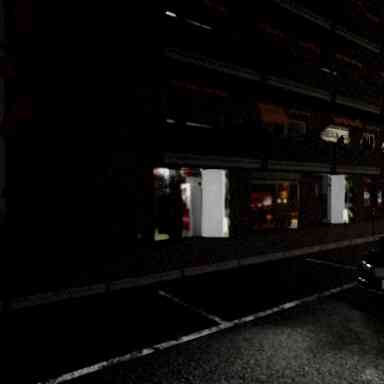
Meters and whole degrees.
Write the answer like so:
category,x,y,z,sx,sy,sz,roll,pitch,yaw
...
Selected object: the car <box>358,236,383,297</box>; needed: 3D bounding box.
category,x,y,z,sx,sy,sz,roll,pitch,yaw
car,5.586,1.401,7.379,4.902,1.511,2.128,-1,0,-36
